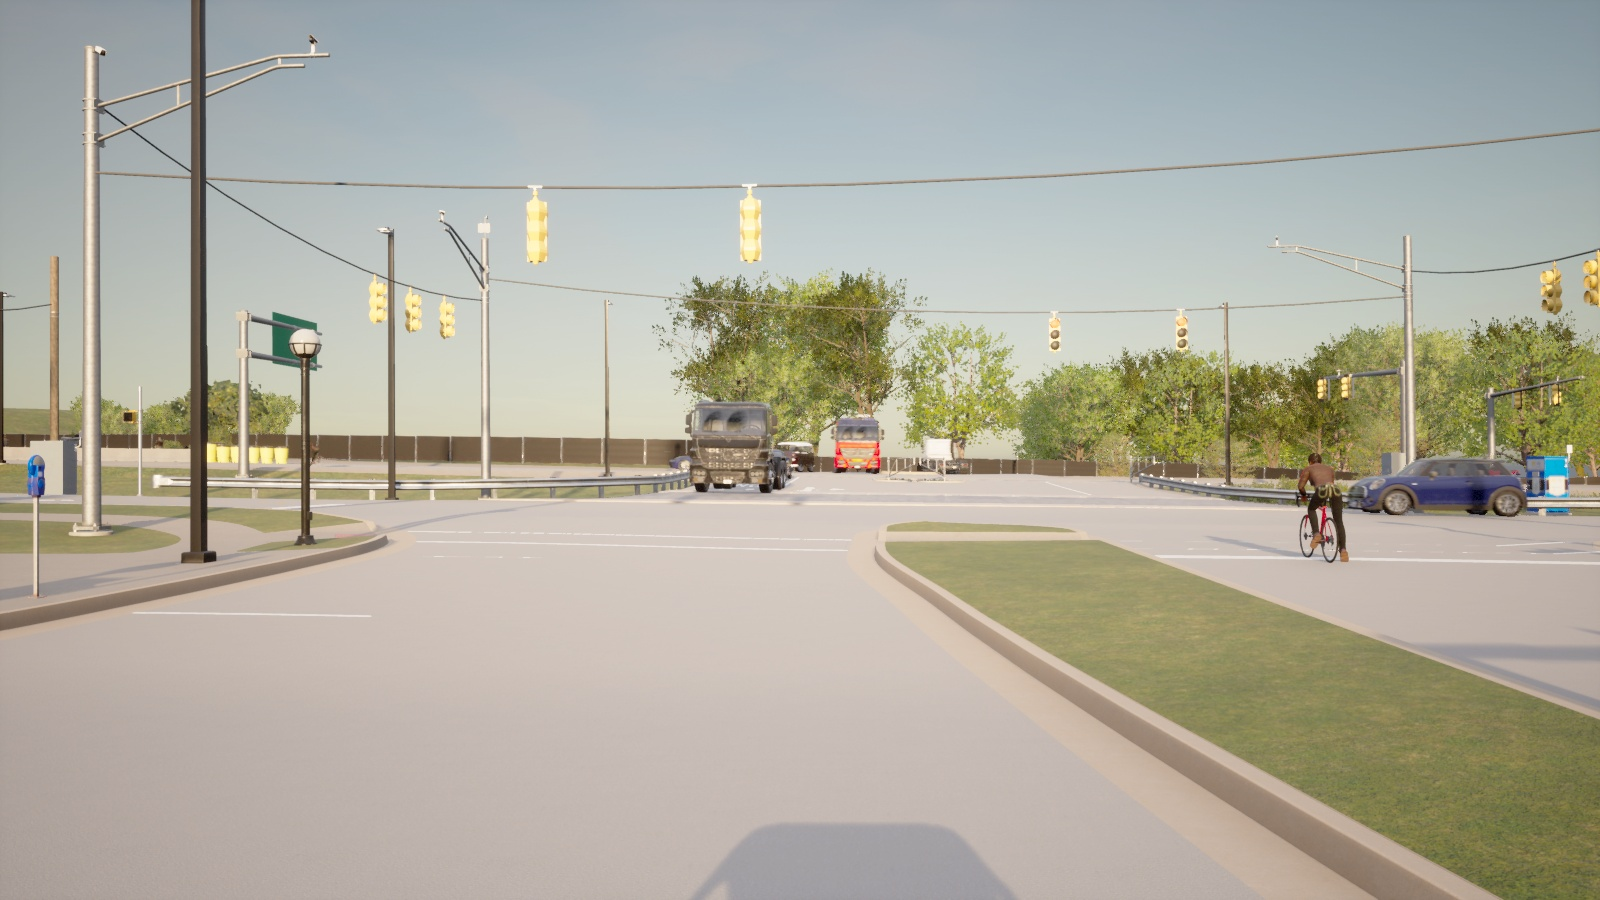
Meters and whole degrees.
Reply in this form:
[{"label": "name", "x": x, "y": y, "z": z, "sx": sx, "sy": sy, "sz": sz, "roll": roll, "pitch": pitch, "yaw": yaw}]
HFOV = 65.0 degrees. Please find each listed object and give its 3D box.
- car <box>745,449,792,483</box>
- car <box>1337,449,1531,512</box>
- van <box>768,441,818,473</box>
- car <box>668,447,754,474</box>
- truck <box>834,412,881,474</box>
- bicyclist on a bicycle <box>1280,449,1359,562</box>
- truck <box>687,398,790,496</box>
[{"label": "car", "x": -1.444, "y": 0.715, "z": 59.492, "sx": 1.812, "sy": 1.442, "sz": 4.674, "roll": 0, "pitch": 1, "yaw": 4}, {"label": "car", "x": 18.269, "y": 0.872, "z": 36.363, "sx": 4.553, "sy": 1.767, "sz": 2.097, "roll": 0, "pitch": -1, "yaw": 4}, {"label": "van", "x": -0.425, "y": 0.479, "z": 83.126, "sx": 2.069, "sy": 2.038, "sz": 4.480, "roll": 1, "pitch": 0, "yaw": 17}, {"label": "car", "x": -5.164, "y": 0.607, "z": 72.669, "sx": 4.792, "sy": 1.488, "sz": 2.163, "roll": 0, "pitch": -1, "yaw": -9}, {"label": "truck", "x": 3.687, "y": -0.401, "z": 82.616, "sx": 2.891, "sy": 3.827, "sz": 8.468, "roll": 0, "pitch": 0, "yaw": 1}, {"label": "bicyclist on a bicycle", "x": 7.829, "y": 0.808, "z": 18.989, "sx": 0.582, "sy": 1.620, "sz": 1.656, "roll": 0, "pitch": 0, "yaw": 4}, {"label": "truck", "x": -2.239, "y": -0.134, "z": 48.801, "sx": 2.891, "sy": 3.462, "sz": 7.936, "roll": 0, "pitch": 0, "yaw": 5}]
